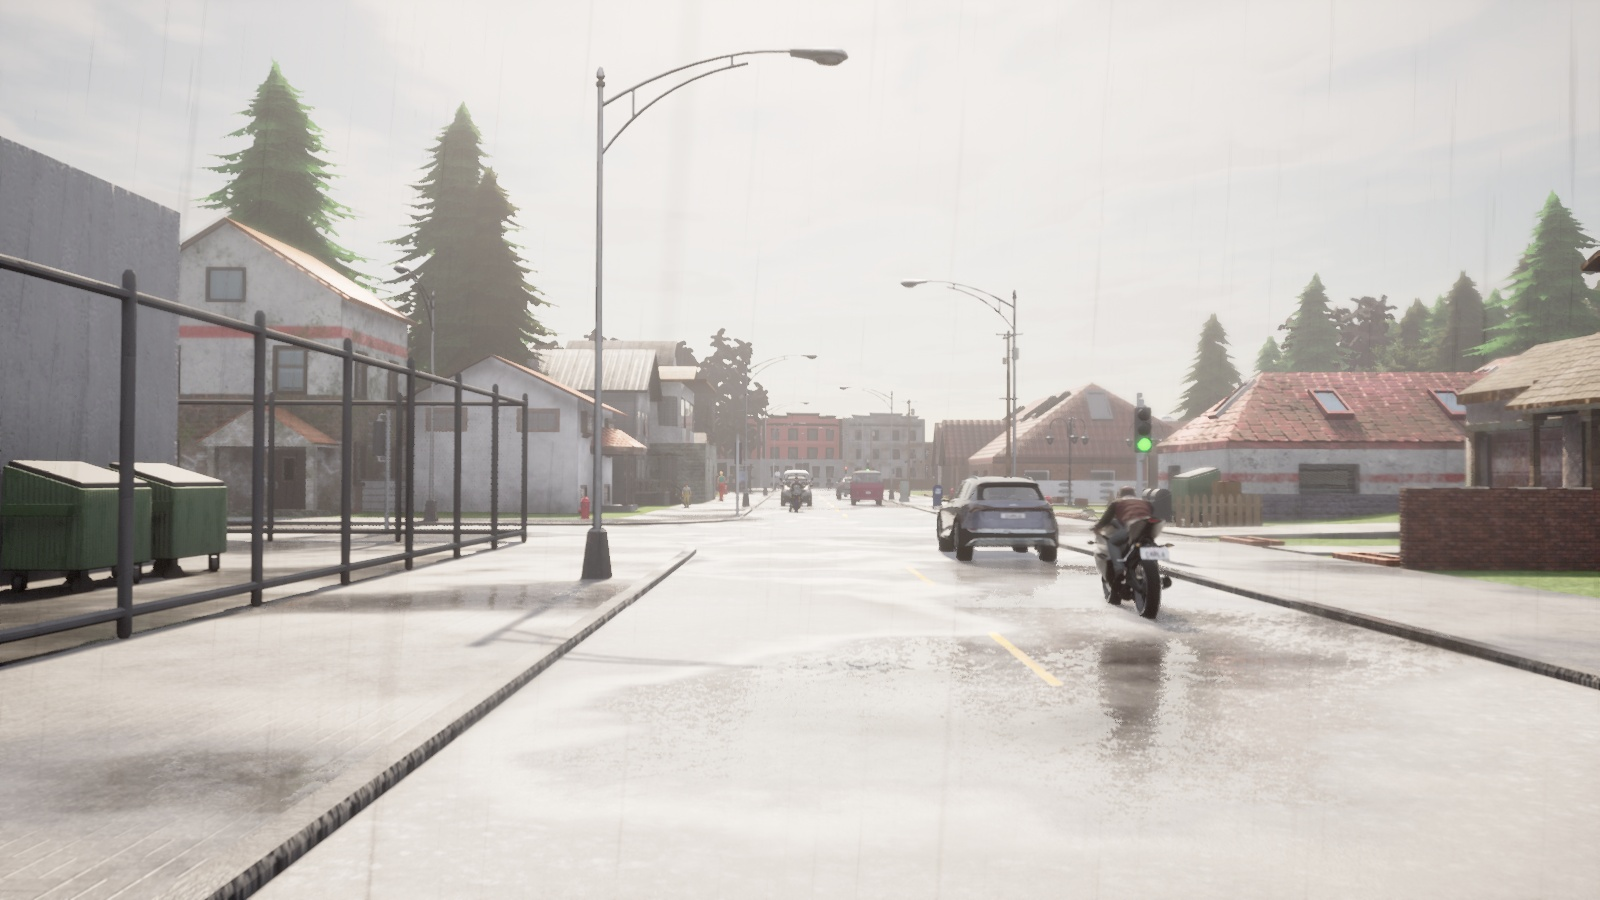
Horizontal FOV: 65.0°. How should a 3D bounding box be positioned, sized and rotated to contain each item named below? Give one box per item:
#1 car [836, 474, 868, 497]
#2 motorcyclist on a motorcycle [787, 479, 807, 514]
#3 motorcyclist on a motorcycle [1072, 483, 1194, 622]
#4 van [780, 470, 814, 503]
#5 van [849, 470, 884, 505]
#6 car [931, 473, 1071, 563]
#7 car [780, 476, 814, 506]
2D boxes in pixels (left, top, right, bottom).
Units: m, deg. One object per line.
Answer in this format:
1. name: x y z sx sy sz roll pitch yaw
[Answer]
1. car: 3.763 2.603 92.096 2.152 1.651 5.027 0 -1 0
2. motorcyclist on a motorcycle: -0.147 2.108 57.057 0.866 1.530 2.191 0 -1 0
3. motorcyclist on a motorcycle: 3.961 1.174 15.128 0.866 1.530 2.191 0 -1 0
4. van: -0.202 2.260 78.229 2.069 2.038 4.480 0 -1 0
5. van: 3.814 2.143 72.272 1.775 1.987 4.442 0 -1 0
6. car: 3.933 1.295 25.451 2.033 1.649 4.856 0 -1 0
7. car: -0.179 2.249 69.742 1.851 1.617 3.988 0 -1 0
